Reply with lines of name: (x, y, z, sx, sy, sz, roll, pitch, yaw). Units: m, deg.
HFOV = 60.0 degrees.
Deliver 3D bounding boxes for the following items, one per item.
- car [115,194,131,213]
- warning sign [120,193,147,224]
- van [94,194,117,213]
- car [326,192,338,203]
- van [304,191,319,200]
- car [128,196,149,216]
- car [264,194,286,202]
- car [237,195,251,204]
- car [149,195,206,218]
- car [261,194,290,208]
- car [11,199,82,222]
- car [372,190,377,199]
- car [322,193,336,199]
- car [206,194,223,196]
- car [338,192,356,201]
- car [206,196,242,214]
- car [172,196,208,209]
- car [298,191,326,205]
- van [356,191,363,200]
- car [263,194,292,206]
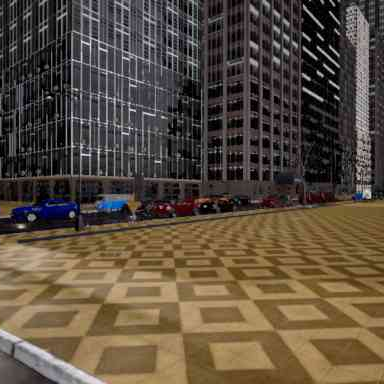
car: (-4.586, 1.241, 32.150, 1.882, 1.535, 5.008, 0, 1, 40)
warning sign: (-3.620, 0.977, 20.725, 1.300, 1.860, 1.060, 0, 0, 41)
van: (-7.657, 1.107, 32.719, 1.690, 1.788, 3.998, 1, 1, 41)
car: (20.975, 0.840, 53.116, 2.192, 1.841, 5.009, 1, 1, 41)
van: (25.711, 0.695, 71.549, 1.690, 1.788, 3.998, 1, 1, 41)
car: (-2.910, 1.291, 29.194, 1.837, 1.490, 4.892, 0, 1, 41)
car: (14.618, 1.057, 58.582, 1.947, 1.339, 4.313, 1, 1, 41)
car: (7.222, 1.148, 49.935, 1.947, 1.339, 4.313, 1, 1, 41)
car: (-1.116, 1.241, 27.101, 1.967, 1.590, 4.097, 1, 1, 41)
car: (9.882, 1.244, 40.151, 1.802, 1.307, 4.206, 1, 1, 41)
car: (-10.787, 1.319, 24.899, 1.882, 1.535, 5.008, 0, 1, 41)
car: (39.461, 0.848, 74.737, 2.008, 1.369, 4.403, 1, 1, 41)
car: (33.106, 0.829, 80.200, 1.947, 1.339, 4.313, 1, 1, 41)
car: (2.254, 1.031, 40.093, 2.097, 1.767, 4.553, 0, 1, 42)
car: (28.480, 0.957, 61.895, 1.752, 1.417, 4.829, 1, 1, 41)
car: (2.538, 1.320, 31.462, 1.947, 1.339, 4.313, 1, 1, 41)
car: (-0.178, 1.219, 41.295, 1.887, 1.381, 4.507, 1, 1, 41)
car: (17.278, 0.885, 48.793, 2.192, 1.841, 5.009, 1, 1, 41)
van: (35.765, 0.683, 70.410, 1.690, 1.788, 3.998, 1, 1, 41)
car: (12.087, 1.106, 46.782, 1.837, 1.490, 4.892, 0, 1, 41)
